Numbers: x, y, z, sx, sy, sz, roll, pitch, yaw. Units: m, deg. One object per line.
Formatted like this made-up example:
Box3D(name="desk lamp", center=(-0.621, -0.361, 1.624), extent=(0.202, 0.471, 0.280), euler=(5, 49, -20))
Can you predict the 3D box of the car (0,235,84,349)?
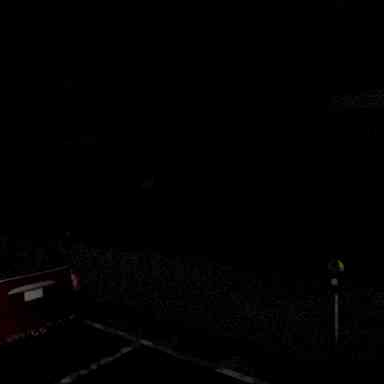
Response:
Box3D(name="car", center=(-3.786, 1.466, 5.781), extent=(4.097, 1.590, 1.967), euler=(0, 0, 36))
